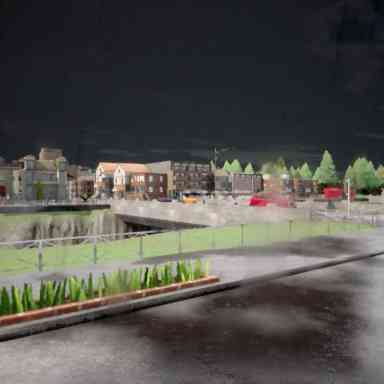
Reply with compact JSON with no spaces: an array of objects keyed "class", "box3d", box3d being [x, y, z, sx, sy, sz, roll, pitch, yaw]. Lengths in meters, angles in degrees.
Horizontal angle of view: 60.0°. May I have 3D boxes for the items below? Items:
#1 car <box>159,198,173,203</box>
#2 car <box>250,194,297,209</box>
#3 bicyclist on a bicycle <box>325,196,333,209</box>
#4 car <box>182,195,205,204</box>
[{"class":"car","box3d":[-4.287,1.593,55.071,1.895,1.301,4.718,0,0,-35]},{"class":"car","box3d":[8.845,1.210,36.729,2.150,2.045,5.566,0,1,-36]},{"class":"bicyclist on a bicycle","box3d":[16.589,1.340,40.345,1.656,1.620,0.582,0,0,-36]},{"class":"car","box3d":[0.215,1.344,55.912,2.097,1.767,4.553,0,0,-36]}]
